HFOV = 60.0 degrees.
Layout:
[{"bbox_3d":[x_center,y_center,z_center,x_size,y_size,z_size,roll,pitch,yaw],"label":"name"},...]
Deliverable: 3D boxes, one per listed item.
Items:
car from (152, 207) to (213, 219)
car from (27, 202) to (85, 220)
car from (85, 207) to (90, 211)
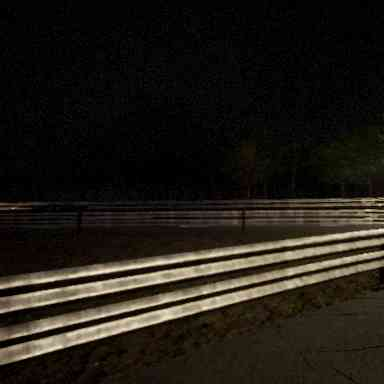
[{"bbox_3d":[-0.650,1.823,25.938,4.718,1.301,1.895,-1,1,3],"label":"car"},{"bbox_3d":[-12.546,1.869,30.103,4.674,1.442,1.812,-1,1,4],"label":"car"},{"bbox_3d":[-12.830,1.801,33.629,4.902,1.511,2.128,-1,1,4],"label":"car"}]
